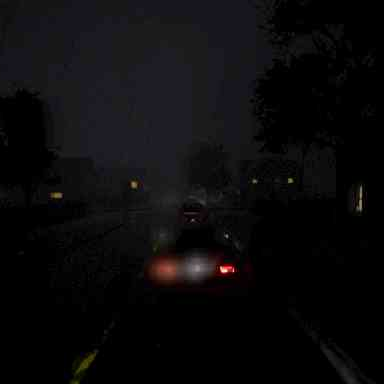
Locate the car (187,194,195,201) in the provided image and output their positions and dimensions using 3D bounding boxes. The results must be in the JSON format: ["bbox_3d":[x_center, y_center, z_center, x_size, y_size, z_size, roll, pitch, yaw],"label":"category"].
[{"bbox_3d":[-0.180,1.398,90.768,2.097,1.767,4.553,0,0,0],"label":"car"}]

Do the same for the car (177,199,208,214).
[{"bbox_3d":[0.054,1.488,22.236,2.128,1.511,4.902,0,0,0],"label":"car"}]

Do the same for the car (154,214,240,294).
[{"bbox_3d":[0.085,1.543,8.919,2.033,1.411,5.357,0,0,0],"label":"car"}]

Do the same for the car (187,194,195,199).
[{"bbox_3d":[-0.159,1.707,80.780,1.895,1.301,4.718,0,0,0],"label":"car"}]
